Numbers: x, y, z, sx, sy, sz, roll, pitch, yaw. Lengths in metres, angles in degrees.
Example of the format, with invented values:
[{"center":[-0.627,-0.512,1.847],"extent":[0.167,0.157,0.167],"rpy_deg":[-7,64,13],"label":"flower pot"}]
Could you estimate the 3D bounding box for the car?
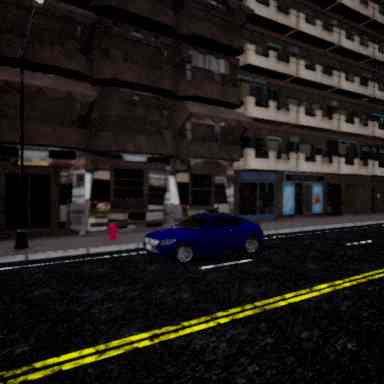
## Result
[{"center":[0.557,1.491,11.864],"extent":[4.674,1.442,1.812],"rpy_deg":[0,0,-34],"label":"car"}]
